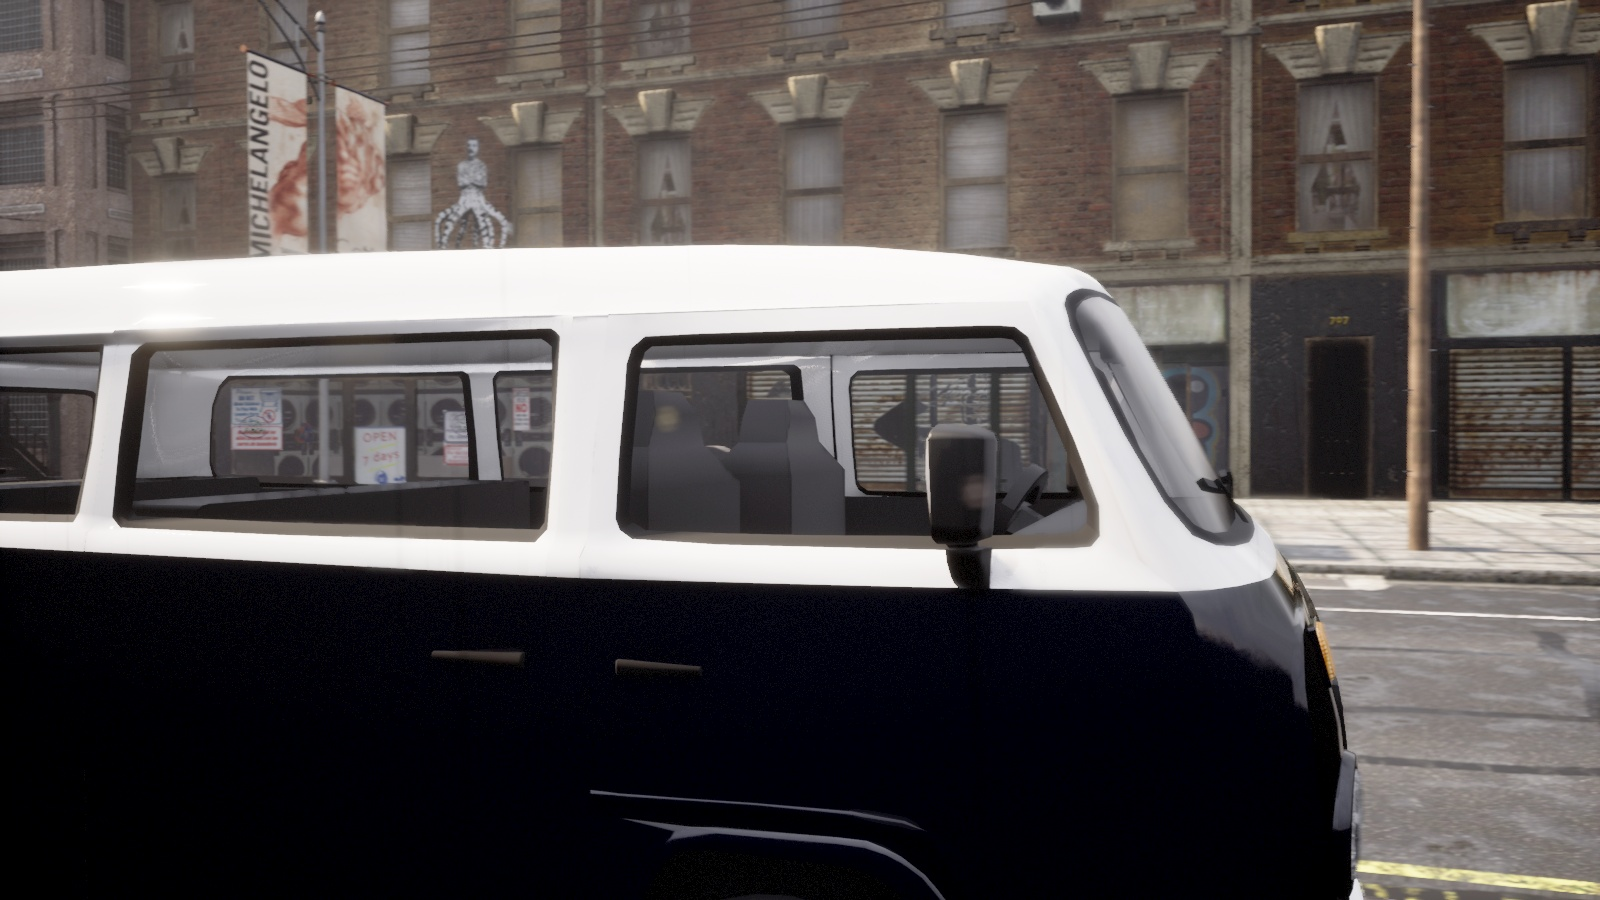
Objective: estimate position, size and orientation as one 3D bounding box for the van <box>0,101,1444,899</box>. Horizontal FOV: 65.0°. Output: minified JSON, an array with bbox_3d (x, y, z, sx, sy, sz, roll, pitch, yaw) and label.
[{"bbox_3d":[-0.886,0.491,3.487,4.480,2.038,2.069,1,1,19],"label":"van"}]
